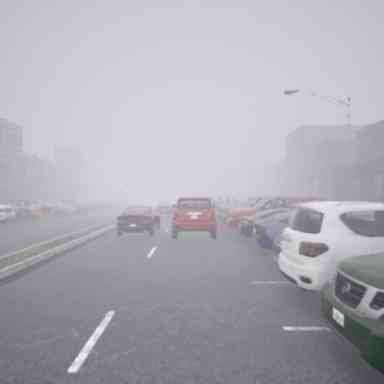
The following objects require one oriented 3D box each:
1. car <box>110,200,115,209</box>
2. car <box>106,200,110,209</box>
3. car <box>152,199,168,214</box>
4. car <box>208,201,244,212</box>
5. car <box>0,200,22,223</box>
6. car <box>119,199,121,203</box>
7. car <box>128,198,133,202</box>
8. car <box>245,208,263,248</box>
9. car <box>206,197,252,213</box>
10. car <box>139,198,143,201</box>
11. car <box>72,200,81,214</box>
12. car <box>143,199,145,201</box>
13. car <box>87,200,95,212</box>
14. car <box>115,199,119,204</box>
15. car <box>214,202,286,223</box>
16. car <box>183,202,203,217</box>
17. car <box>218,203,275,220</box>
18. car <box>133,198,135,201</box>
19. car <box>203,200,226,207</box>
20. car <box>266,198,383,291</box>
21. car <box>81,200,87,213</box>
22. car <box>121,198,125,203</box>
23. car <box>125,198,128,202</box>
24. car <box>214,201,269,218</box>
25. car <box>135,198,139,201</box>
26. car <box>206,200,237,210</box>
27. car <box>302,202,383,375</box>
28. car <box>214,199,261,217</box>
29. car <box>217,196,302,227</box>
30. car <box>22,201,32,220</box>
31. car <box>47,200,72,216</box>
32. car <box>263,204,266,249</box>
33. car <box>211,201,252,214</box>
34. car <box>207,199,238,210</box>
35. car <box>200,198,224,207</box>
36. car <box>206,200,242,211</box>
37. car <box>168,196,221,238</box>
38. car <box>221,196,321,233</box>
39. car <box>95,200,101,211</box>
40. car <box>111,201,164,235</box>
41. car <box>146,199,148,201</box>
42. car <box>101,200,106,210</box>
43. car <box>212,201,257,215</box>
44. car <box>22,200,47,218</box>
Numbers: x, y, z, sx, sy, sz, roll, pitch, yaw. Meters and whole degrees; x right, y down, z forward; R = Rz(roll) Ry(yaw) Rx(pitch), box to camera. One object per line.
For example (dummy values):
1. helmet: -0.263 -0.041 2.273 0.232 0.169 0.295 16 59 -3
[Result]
1. car: -15.723 2.115 54.475 5.008 1.535 2.097 0 -1 0
2. car: -15.764 2.084 51.570 4.792 1.488 2.163 0 -1 0
3. car: -2.890 1.793 35.541 1.812 1.442 4.674 0 -1 0
4. car: 4.622 1.961 45.549 4.792 1.488 2.163 0 -1 0
5. car: -15.766 1.297 23.797 5.566 2.045 2.435 0 -1 0
6. car: -15.715 2.269 59.906 4.674 1.452 2.002 0 -1 0
7. car: -15.691 2.513 71.018 4.674 1.452 2.002 0 -1 0
8. car: 4.673 1.510 12.482 4.792 1.488 2.163 0 0 0
9. car: 4.679 1.629 42.797 5.566 2.045 2.435 0 -1 0
10. car: -15.634 2.832 85.036 4.792 1.488 2.163 0 -1 0
11. car: -15.950 1.783 37.805 5.366 1.575 1.946 0 -1 0
12. car: -15.843 2.867 87.816 5.366 1.575 1.946 0 -1 0
13. car: -15.724 1.920 43.236 4.792 1.488 2.163 0 -1 0
14. car: -15.729 2.173 57.254 4.892 1.521 2.231 0 -1 0
15. car: 4.461 1.587 26.253 5.366 1.575 1.946 0 -1 0
16. car: 0.109 1.821 34.989 1.994 1.385 4.181 0 -1 0
17. car: 4.645 1.673 29.009 4.674 1.452 2.002 0 -1 0
18. car: -15.719 2.413 73.892 4.553 1.767 2.185 0 -1 0
19. car: 4.680 2.483 70.361 4.792 1.488 2.163 0 -1 0
20. car: 4.671 1.225 6.970 5.566 2.045 2.435 0 0 0
21. car: -15.731 1.711 40.468 4.553 1.767 2.185 0 -1 0
22. car: -15.740 2.318 62.685 4.792 1.488 2.163 0 -1 0
23. car: -15.712 2.350 65.464 4.892 1.521 2.231 0 -1 0
24. car: 4.643 1.679 31.764 5.008 1.535 2.097 0 -1 0
25. car: -15.709 2.352 76.707 5.566 2.045 2.435 0 -1 0
26. car: 4.683 2.124 53.817 4.792 1.488 2.163 0 -1 0
27. car: 4.613 1.227 4.212 5.566 2.045 2.435 0 0 0
28. car: 4.680 1.603 34.524 4.553 1.767 2.185 0 -1 0
29. car: 4.618 1.305 23.503 5.566 2.045 2.435 0 -1 0
30. car: -15.787 1.626 26.568 4.674 1.452 2.002 0 -1 0
31. car: -15.777 1.735 35.025 4.892 1.521 2.231 0 -1 0
32. car: 4.674 1.350 9.725 4.553 1.767 2.185 0 0 0
33. car: 4.647 1.869 40.034 4.674 1.452 2.002 0 -1 0
34. car: 4.621 1.913 51.064 4.553 1.767 2.185 0 -1 0
35. car: 4.609 2.398 78.637 5.566 2.045 2.435 0 -1 0
36. car: 4.647 1.984 48.305 5.008 1.535 2.097 0 -1 0
37. car: 0.104 1.244 17.786 2.150 2.045 5.566 0 0 0
38. car: 4.617 1.274 20.746 5.566 2.045 2.435 0 -1 0
39. car: -15.753 1.944 46.014 5.008 1.535 2.097 0 -1 0
40. car: -2.895 1.508 18.834 1.882 1.535 5.008 0 0 0
41. car: -15.651 3.004 93.247 5.008 1.535 2.097 0 -1 0
42. car: -15.735 2.000 48.793 4.892 1.521 2.231 0 -1 0
43. car: 4.679 1.808 37.278 4.792 1.488 2.163 0 -1 0
44. car: -15.752 1.505 29.348 4.553 1.767 2.185 0 -1 0
